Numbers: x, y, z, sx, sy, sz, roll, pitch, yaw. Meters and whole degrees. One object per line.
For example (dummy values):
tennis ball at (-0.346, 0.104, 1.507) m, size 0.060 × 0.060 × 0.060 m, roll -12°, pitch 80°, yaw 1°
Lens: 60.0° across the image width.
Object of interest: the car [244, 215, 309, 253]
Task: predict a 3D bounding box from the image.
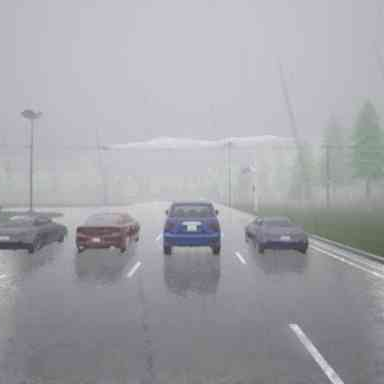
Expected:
car at (3.501, 1.702, 14.434) m, size 1.994 × 1.385 × 4.181 m, roll 0°, pitch 0°, yaw 0°

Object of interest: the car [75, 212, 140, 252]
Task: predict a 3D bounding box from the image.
car at (-3.497, 1.617, 14.625) m, size 1.882 × 1.535 × 5.008 m, roll 0°, pitch 0°, yaw 0°

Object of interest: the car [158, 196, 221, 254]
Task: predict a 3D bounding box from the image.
car at (-0.001, 1.352, 14.179) m, size 2.150 × 2.045 × 5.566 m, roll 0°, pitch 0°, yaw 0°

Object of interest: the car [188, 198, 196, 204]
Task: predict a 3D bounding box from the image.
car at (-0.007, 2.302, 82.229) m, size 1.812 × 1.442 × 4.674 m, roll 0°, pitch -1°, yaw 0°

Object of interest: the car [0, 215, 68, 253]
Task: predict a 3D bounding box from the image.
car at (-6.998, 1.701, 14.429) m, size 1.994 × 1.385 × 4.181 m, roll 0°, pitch 0°, yaw 0°
